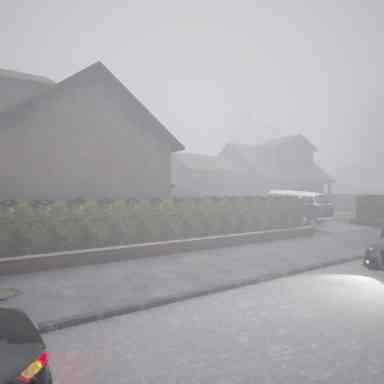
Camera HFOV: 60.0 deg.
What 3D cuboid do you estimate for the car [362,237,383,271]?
[{"bbox_3d":[6.746,1.564,9.547,4.181,1.385,1.994,0,0,-36],"label":"car"}]

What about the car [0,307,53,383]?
[{"bbox_3d":[-3.224,1.564,2.269,4.181,1.385,1.994,0,0,-36],"label":"car"}]
